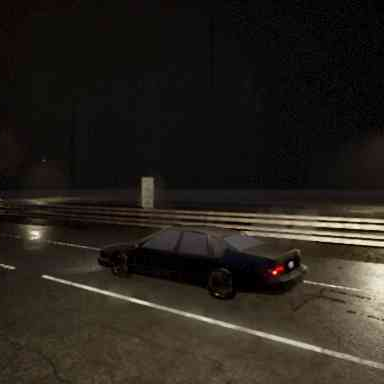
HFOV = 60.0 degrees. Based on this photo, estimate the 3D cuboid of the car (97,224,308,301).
[{"bbox_3d":[0.004,1.538,8.302,5.357,1.411,2.033,0,0,35],"label":"car"}]
